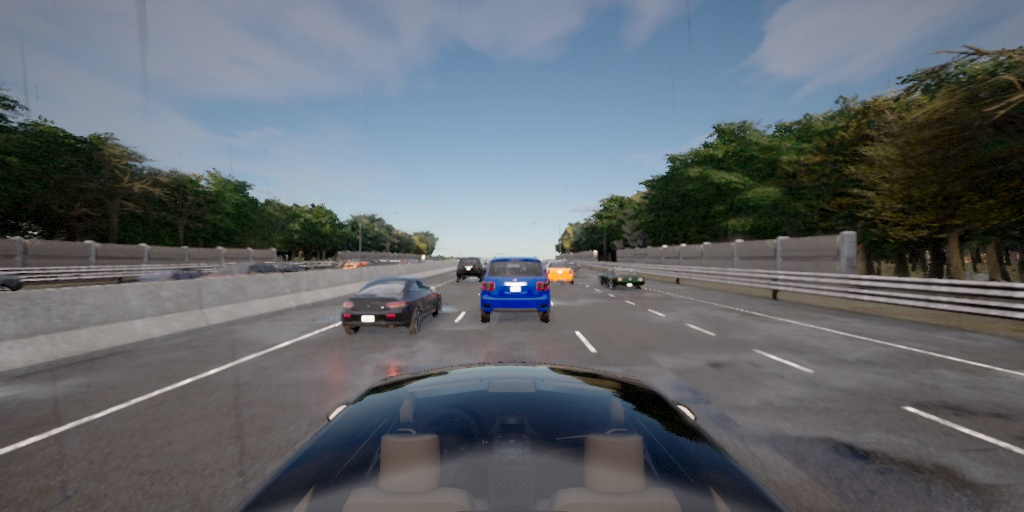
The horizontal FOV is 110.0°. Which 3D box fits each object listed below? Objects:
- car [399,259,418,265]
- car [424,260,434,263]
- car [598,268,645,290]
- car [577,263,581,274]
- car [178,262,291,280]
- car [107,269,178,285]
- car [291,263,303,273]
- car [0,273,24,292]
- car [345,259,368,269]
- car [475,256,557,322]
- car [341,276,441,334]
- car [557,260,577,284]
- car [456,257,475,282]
[{"bbox_3d":[-17.528,1.219,60.808,2.097,1.767,4.553,0,0,1],"label":"car"},{"bbox_3d":[-14.031,1.391,61.428,1.812,1.442,4.674,0,0,1],"label":"car"},{"bbox_3d":[7.101,1.458,23.819,1.895,1.301,4.718,0,0,0],"label":"car"},{"bbox_3d":[7.104,1.383,43.633,2.128,1.511,4.902,0,0,0],"label":"car"},{"bbox_3d":[-14.097,1.190,18.667,2.097,1.767,4.553,0,0,0],"label":"car"},{"bbox_3d":[-17.598,1.385,18.583,2.033,1.411,5.357,0,0,0],"label":"car"},{"bbox_3d":[-21.091,1.369,32.644,2.128,1.511,4.902,0,0,0],"label":"car"},{"bbox_3d":[-24.597,1.314,15.247,2.128,1.511,4.902,0,0,0],"label":"car"},{"bbox_3d":[-24.540,1.227,56.635,2.097,1.767,4.553,0,0,1],"label":"car"},{"bbox_3d":[0.101,1.037,12.812,2.150,2.045,5.566,0,0,0],"label":"car"},{"bbox_3d":[-3.400,1.331,10.773,1.812,1.442,4.674,0,0,0],"label":"car"},{"bbox_3d":[3.503,1.224,28.386,2.097,1.767,4.553,0,0,0],"label":"car"},{"bbox_3d":[-3.398,1.098,30.707,2.150,2.045,5.566,0,0,0],"label":"car"}]
